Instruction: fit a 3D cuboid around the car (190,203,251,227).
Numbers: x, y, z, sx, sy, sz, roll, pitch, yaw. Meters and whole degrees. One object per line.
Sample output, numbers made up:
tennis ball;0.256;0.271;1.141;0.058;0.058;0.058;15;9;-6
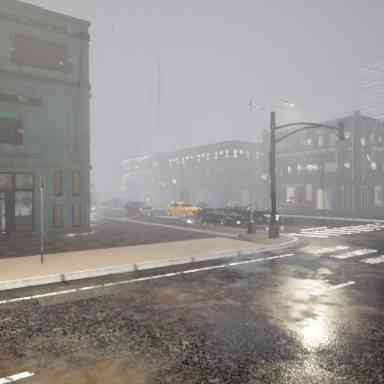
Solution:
car;2.046;1.814;25.251;1.947;1.339;4.313;-1;0;-35

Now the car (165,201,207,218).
car;-0.898;1.803;34.314;1.882;1.535;5.008;-1;0;-34

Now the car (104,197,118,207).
car;-14.542;1.939;64.289;2.192;1.841;5.009;-1;0;-35

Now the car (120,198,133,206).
car;-7.220;1.929;43.508;1.882;1.535;5.008;-1;0;-34

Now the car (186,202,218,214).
car;1.170;1.903;41.503;1.802;1.307;4.206;-1;0;-35

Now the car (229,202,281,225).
car;4.787;1.702;26.084;2.128;1.511;4.902;-1;0;-33

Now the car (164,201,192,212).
car;-1.970;1.965;46.060;1.802;1.307;4.206;-1;0;-35

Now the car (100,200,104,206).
car;-17.677;2.227;68.847;1.887;1.381;4.507;-1;0;-35

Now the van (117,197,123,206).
van;-11.400;1.906;59.732;1.690;1.788;3.998;-1;0;-35

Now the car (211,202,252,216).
car;4.311;1.809;36.945;2.008;1.369;4.403;-2;0;-35

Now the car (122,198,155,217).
car;-5.732;1.846;36.745;1.967;1.590;4.097;-1;0;-35
